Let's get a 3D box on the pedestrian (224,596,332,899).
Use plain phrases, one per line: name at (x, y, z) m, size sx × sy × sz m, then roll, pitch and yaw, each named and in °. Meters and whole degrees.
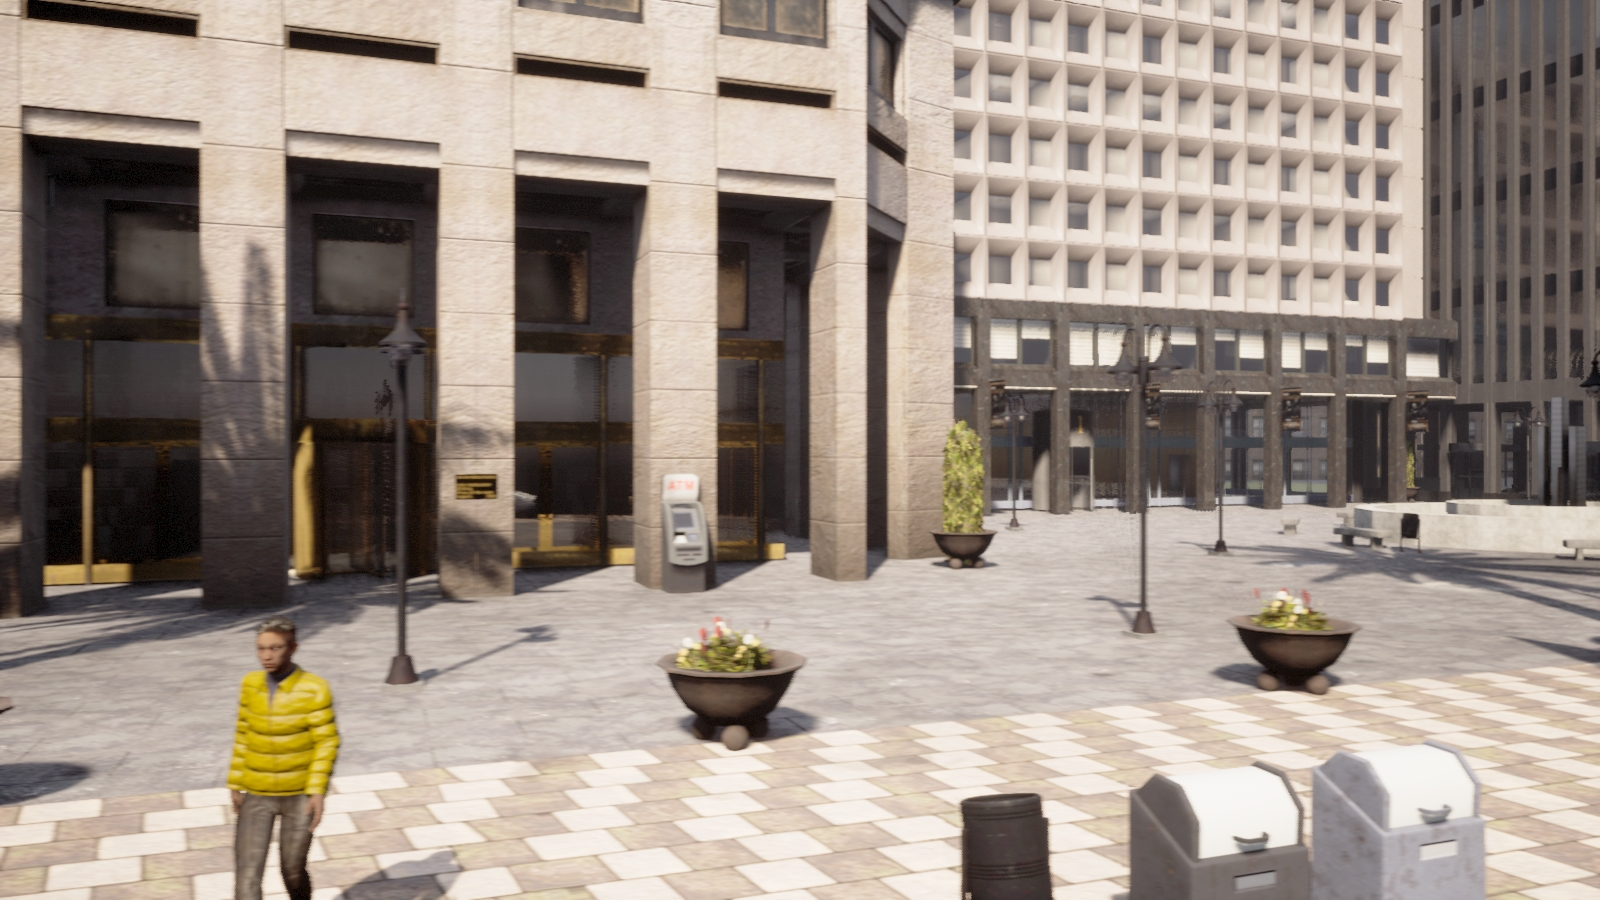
pedestrian at (-2.637, 1.696, 5.790) m, size 0.375 × 1.860 × 0.375 m, roll 0°, pitch 0°, yaw -1°
